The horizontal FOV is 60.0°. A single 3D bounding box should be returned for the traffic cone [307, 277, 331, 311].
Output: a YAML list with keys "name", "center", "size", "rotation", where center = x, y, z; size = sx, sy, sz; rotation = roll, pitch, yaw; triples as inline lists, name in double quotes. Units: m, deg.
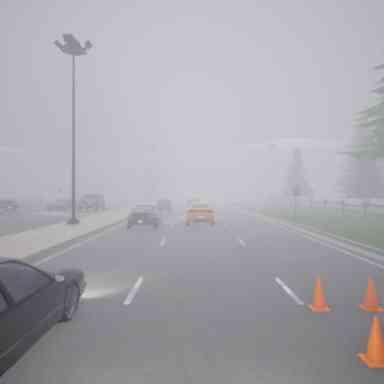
- name: "traffic cone"
  center: [2.447, 1.949, 6.420]
  size: [0.340, 0.580, 0.340]
  rotation: [0, 0, 0]

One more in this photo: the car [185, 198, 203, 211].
- name: "car"
  center: [0.229, 1.492, 40.533]
  size: [2.033, 1.411, 5.357]
  rotation: [0, 0, -1]

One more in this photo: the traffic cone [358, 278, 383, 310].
- name: "traffic cone"
  center: [3.447, 1.949, 6.417]
  size: [0.340, 0.580, 0.340]
  rotation: [0, 0, 0]

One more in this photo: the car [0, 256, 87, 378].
- name: "car"
  center: [-2.976, 1.540, 4.105]
  size: [2.033, 1.411, 5.357]
  rotation: [0, 0, 0]

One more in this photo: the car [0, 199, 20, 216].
- name: "car"
  center: [-18.271, 1.445, 31.768]
  size: [1.837, 1.490, 4.892]
  rotation: [0, 0, -1]

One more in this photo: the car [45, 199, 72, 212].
- name: "car"
  center: [-14.892, 1.482, 38.189]
  size: [2.033, 1.411, 5.357]
  rotation: [0, 0, -1]

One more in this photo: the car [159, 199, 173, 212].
- name: "car"
  center: [-3.230, 1.492, 38.521]
  size: [2.033, 1.411, 5.357]
  rotation: [0, 0, -1]

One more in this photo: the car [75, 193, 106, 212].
- name: "car"
  center: [-11.386, 1.160, 37.906]
  size: [2.150, 2.045, 5.566]
  rotation: [0, 0, -1]

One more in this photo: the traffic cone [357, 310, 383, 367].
- name: "traffic cone"
  center: [2.441, 1.951, 4.420]
  size: [0.340, 0.580, 0.340]
  rotation: [0, 0, 0]

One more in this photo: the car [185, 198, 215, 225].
- name: "car"
  center: [0.531, 1.446, 23.657]
  size: [1.882, 1.535, 5.008]
  rotation: [0, 0, 0]

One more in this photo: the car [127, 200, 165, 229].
- name: "car"
  center: [-2.949, 1.493, 21.204]
  size: [1.812, 1.442, 4.674]
  rotation: [0, 0, 0]
